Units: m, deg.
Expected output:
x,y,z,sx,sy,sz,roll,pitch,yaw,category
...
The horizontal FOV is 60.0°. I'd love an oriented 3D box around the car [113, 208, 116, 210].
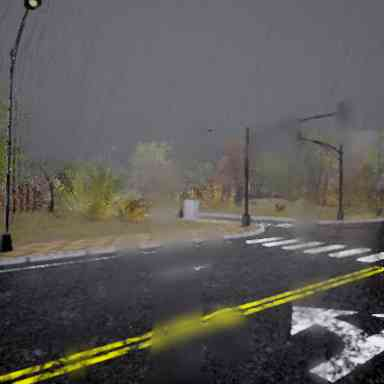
x,y,z,sx,sy,sz,roll,pitch,yaw,category
-12.622,1.582,47.557,2.150,2.045,5.566,2,-1,-35,car
